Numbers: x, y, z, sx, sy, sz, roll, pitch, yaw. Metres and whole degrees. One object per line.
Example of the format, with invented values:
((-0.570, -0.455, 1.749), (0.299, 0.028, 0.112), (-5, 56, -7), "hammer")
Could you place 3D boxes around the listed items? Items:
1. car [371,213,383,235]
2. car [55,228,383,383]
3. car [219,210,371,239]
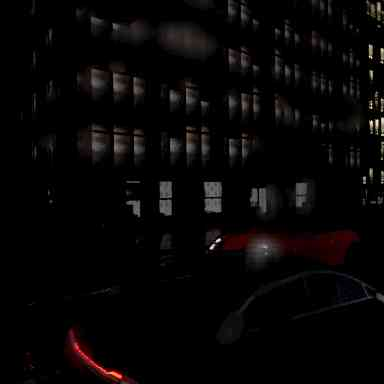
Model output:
((7.474, 1.542, 15.764), (4.507, 1.381, 1.887), (0, -1, -35), "car")
((0.995, 1.491, 4.020), (4.902, 1.511, 2.128), (0, 0, -36), "car")
((2.607, 1.351, 9.105), (4.553, 1.767, 2.097), (0, 0, -36), "car")
